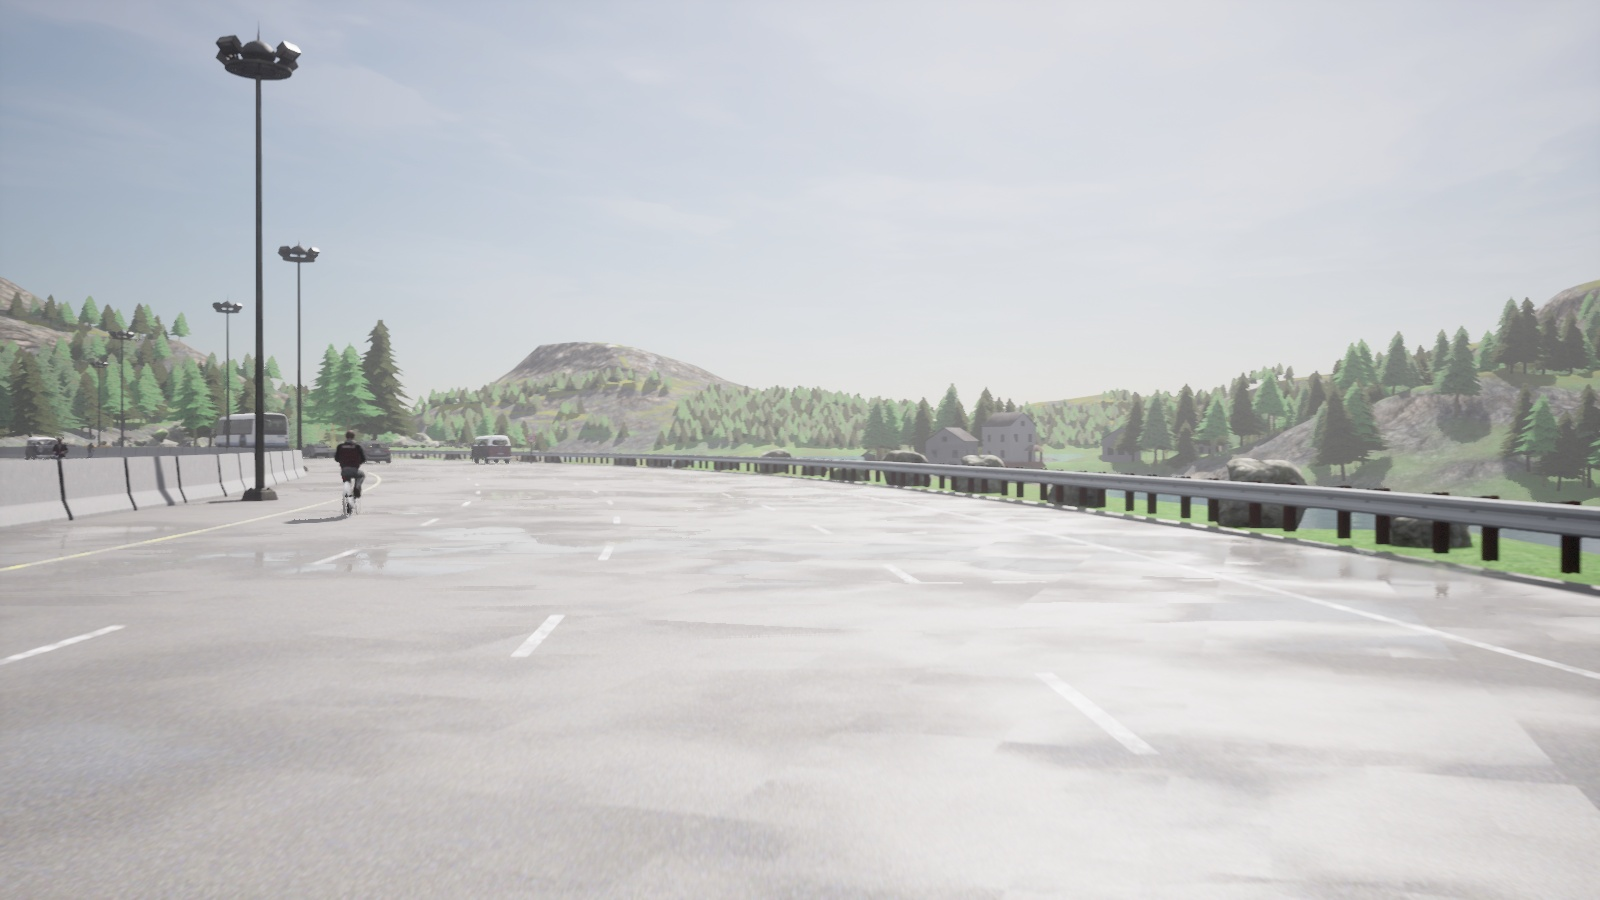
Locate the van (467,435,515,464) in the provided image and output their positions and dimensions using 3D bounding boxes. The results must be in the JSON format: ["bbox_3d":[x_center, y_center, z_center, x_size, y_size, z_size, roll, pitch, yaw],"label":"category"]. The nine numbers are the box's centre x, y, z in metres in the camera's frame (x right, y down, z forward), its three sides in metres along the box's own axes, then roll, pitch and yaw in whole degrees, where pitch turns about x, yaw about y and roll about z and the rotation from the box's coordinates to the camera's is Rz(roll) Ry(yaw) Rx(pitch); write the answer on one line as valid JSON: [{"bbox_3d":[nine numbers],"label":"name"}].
[{"bbox_3d":[-22.549,-0.057,91.547,2.069,2.038,4.480,0,0,-32],"label":"van"}]

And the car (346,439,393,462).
[{"bbox_3d":[-32.031,0.048,93.389,2.242,1.667,4.611,0,0,-34],"label":"car"}]

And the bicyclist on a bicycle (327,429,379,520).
[{"bbox_3d":[-9.070,0.468,25.525,0.659,1.776,1.843,-1,1,-9],"label":"bicyclist on a bicycle"}]
